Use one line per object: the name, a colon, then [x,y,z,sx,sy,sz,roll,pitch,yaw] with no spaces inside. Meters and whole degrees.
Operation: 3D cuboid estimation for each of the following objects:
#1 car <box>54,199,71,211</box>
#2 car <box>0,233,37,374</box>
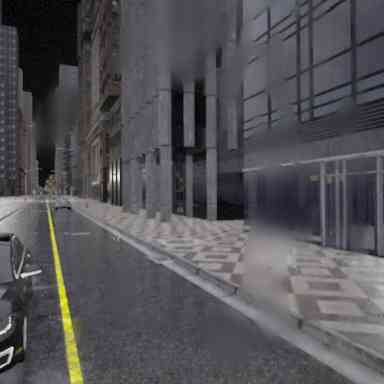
car: [-16.007,1.546,41.172,2.033,1.411,5.357,0,0,-24]
car: [-3.668,1.506,5.448,1.837,1.490,4.892,0,0,-24]
